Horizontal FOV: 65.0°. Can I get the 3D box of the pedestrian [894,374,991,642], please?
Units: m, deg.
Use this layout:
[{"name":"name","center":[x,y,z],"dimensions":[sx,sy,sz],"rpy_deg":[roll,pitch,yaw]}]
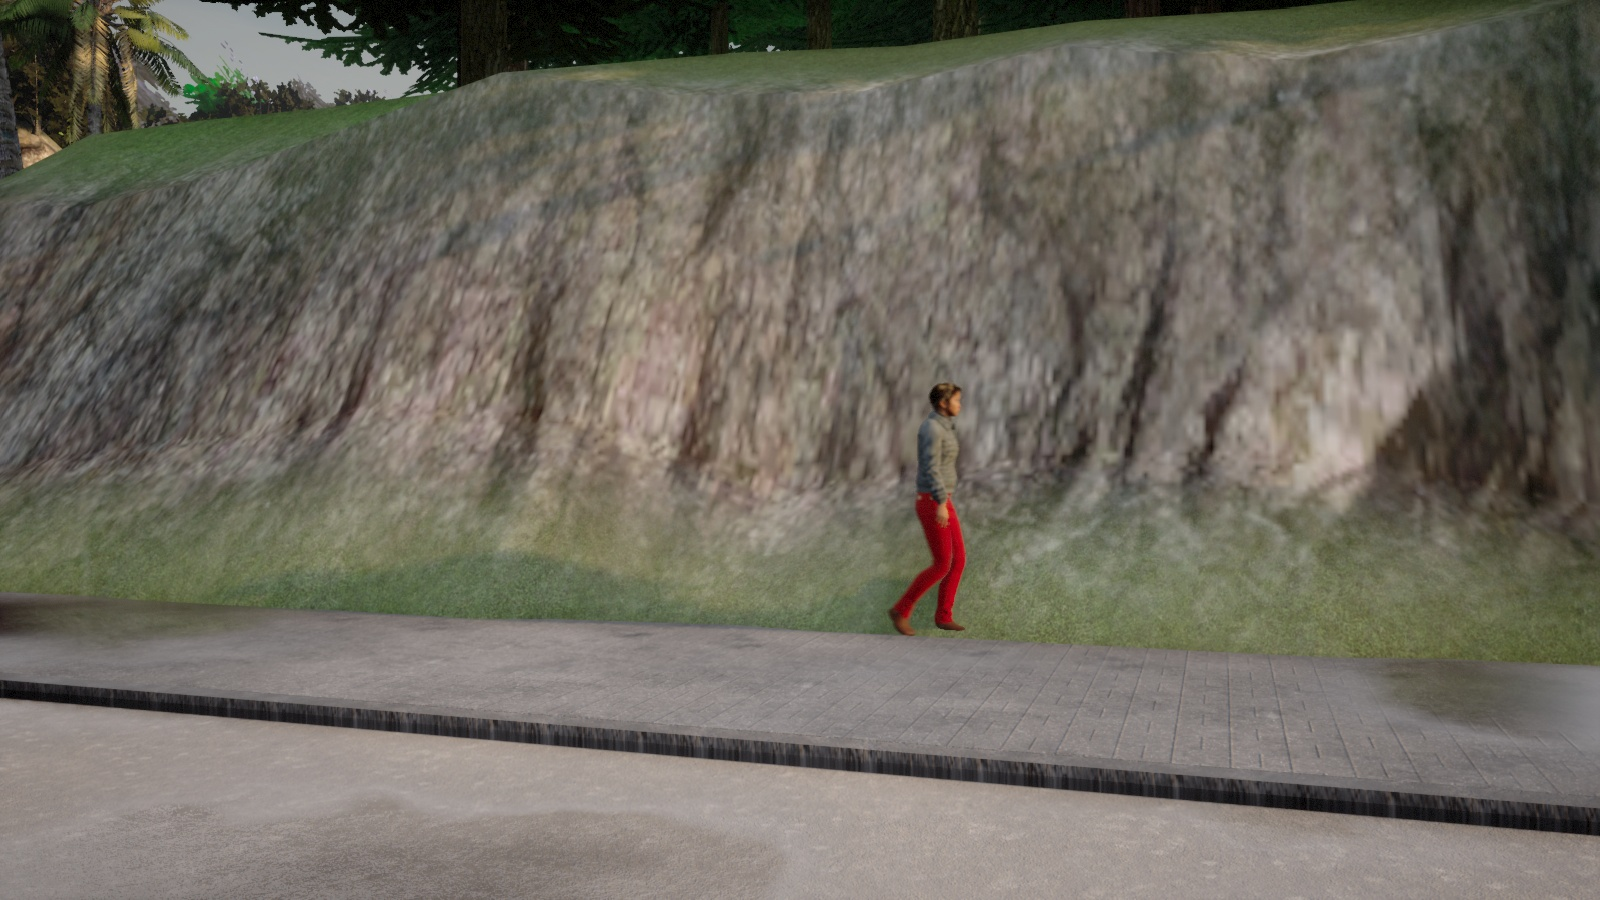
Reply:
[{"name":"pedestrian","center":[1.014,0.397,8.927],"dimensions":[0.614,1.847,0.353],"rpy_deg":[1,1,19]}]
